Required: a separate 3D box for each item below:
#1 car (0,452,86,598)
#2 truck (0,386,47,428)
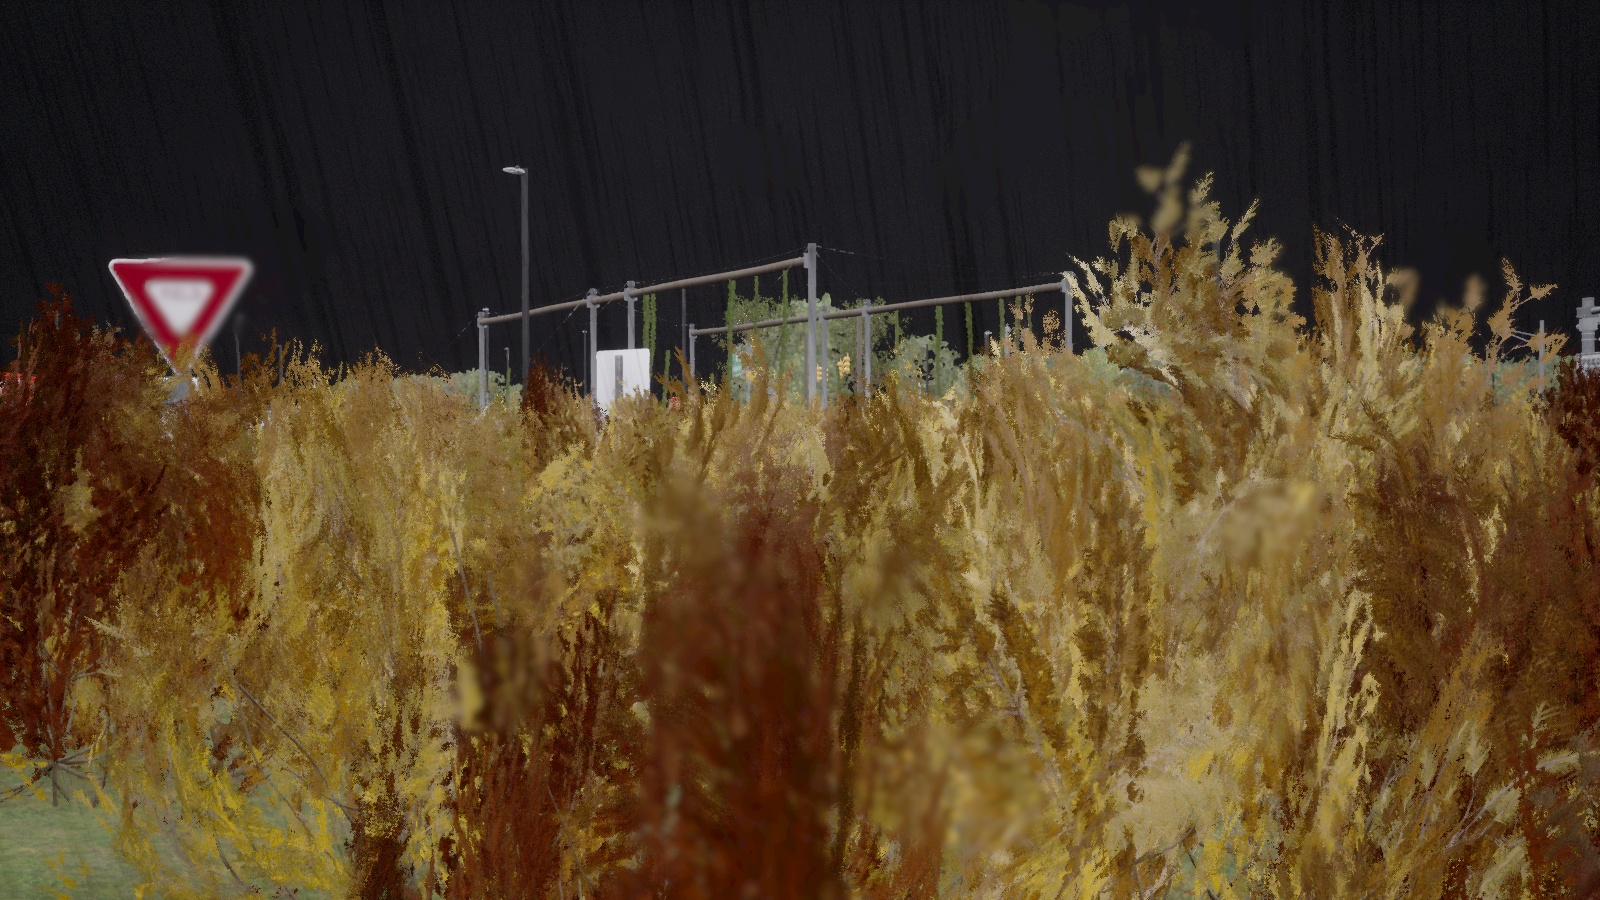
[{"bbox_3d":[-10.417,0.754,13.385,4.674,1.442,1.812,0,2,6],"label":"car"},{"bbox_3d":[-50.674,-2.795,78.790,5.204,2.467,2.627,3,0,-10],"label":"truck"}]
